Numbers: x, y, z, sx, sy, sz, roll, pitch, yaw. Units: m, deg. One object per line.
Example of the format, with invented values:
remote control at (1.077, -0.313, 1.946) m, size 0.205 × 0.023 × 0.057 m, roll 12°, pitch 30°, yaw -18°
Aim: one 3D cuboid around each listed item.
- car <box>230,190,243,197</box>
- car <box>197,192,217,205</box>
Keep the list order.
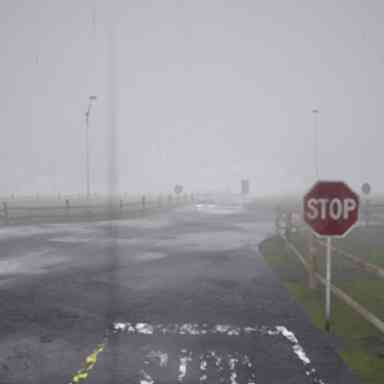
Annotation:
car at (8.817, 0.287, 65.243) m, size 1.812 × 1.442 × 4.674 m, roll 0°, pitch 1°, yaw 19°
car at (1.915, 0.803, 41.033) m, size 1.837 × 1.490 × 4.892 m, roll 0°, pitch 3°, yaw 12°
